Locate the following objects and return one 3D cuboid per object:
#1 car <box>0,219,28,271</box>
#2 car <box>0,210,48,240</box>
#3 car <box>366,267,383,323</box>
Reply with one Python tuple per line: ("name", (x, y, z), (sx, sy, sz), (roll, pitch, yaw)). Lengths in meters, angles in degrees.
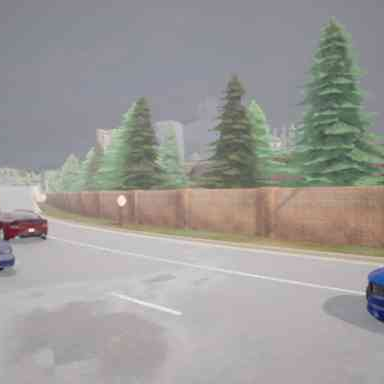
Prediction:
("car", (-7.245, 1.655, 10.270), (5.357, 1.411, 2.033), (-1, -1, 43))
("car", (-9.168, 1.649, 17.274), (1.882, 1.535, 5.008), (0, -1, -43))
("car", (5.250, 1.501, 4.655), (5.008, 1.535, 1.882), (-1, -1, 35))
